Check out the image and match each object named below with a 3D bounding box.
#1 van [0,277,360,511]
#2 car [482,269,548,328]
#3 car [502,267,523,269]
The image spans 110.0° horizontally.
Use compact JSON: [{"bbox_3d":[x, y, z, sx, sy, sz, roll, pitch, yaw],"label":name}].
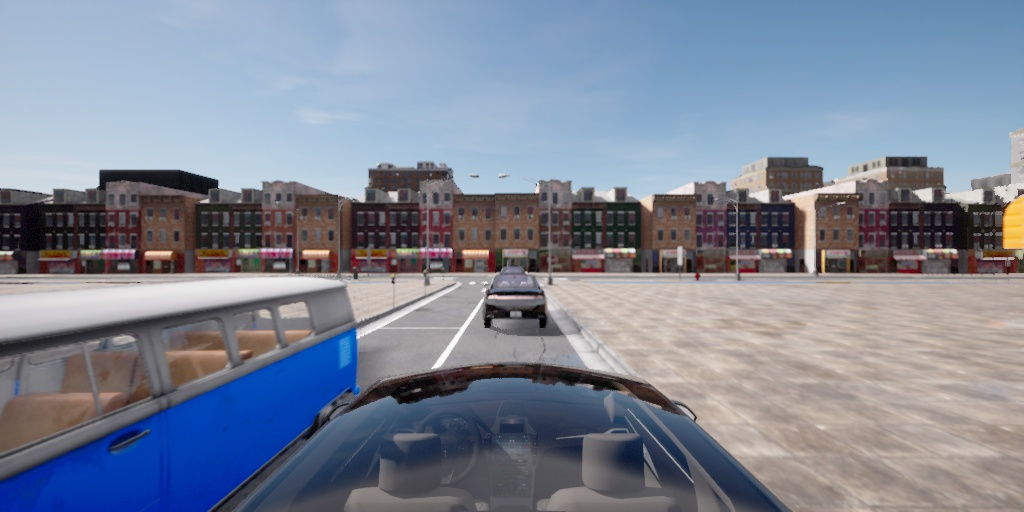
[{"bbox_3d":[-2.638,1.099,2.638,1.690,1.789,3.998,0,0,0],"label":"van"},{"bbox_3d":[0.088,1.328,11.758,2.128,1.511,4.902,0,-1,0],"label":"car"},{"bbox_3d":[0.035,1.434,23.727,2.128,1.511,4.902,0,-1,-1],"label":"car"}]
